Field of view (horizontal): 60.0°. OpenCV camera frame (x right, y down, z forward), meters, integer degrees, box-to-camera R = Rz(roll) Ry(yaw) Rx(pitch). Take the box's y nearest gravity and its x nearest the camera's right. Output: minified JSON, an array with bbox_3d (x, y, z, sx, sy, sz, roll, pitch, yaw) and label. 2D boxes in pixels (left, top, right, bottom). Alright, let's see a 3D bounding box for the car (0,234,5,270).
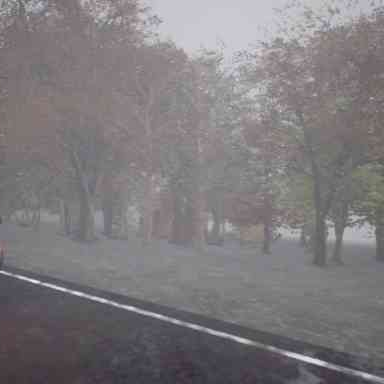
[{"bbox_3d":[-6.808,1.178,8.404,4.553,1.767,2.097,-6,-1,35],"label":"car"}]
